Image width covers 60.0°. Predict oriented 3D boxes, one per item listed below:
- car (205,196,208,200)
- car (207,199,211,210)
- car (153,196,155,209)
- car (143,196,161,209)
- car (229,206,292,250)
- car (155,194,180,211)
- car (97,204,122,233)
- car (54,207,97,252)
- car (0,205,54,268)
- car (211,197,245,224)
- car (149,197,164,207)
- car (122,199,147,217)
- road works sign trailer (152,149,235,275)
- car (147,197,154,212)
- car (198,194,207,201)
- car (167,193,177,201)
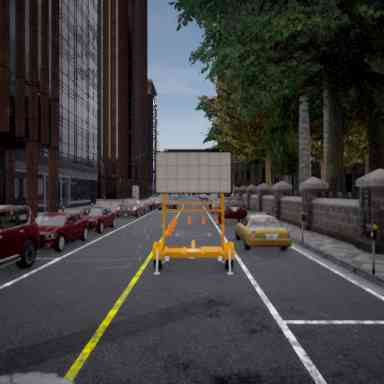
[{"bbox_3d":[2.943,1.558,41.174,1.947,1.339,4.313,0,0,0],"label":"car"},{"bbox_3d":[2.920,1.517,35.887,1.752,1.417,4.829,0,0,0],"label":"car"},{"bbox_3d":[-5.582,1.537,41.209,1.887,1.381,4.507,0,0,0],"label":"car"},{"bbox_3d":[-5.558,1.432,46.666,1.967,1.590,4.097,0,0,0],"label":"car"},{"bbox_3d":[2.824,1.519,14.061,1.752,1.417,4.829,0,0,0],"label":"car"},{"bbox_3d":[-2.910,1.343,40.658,2.097,1.767,4.553,0,0,0],"label":"car"},{"bbox_3d":[-5.678,1.537,19.381,1.887,1.381,4.507,0,0,0],"label":"car"},{"bbox_3d":[-5.701,1.538,13.924,1.887,1.381,4.507,0,0,0],"label":"car"},{"bbox_3d":[-5.725,1.311,8.467,2.192,1.841,5.009,0,0,0],"label":"car"},{"bbox_3d":[2.871,1.307,24.804,2.192,1.841,5.009,0,0,0],"label":"car"},{"bbox_3d":[-5.535,1.518,51.953,1.752,1.417,4.829,0,0,0],"label":"car"},{"bbox_3d":[-5.630,1.432,30.295,1.967,1.590,4.097,0,0,0],"label":"car"},{"bbox_3d":[0.046,0.459,10.450,2.380,3.560,2.880,0,0,0],"label":"road works sign trailer"},{"bbox_3d":[-5.606,1.543,35.752,2.008,1.369,4.403,0,0,0],"label":"car"},{"bbox_3d":[3.131,1.442,84.056,1.967,1.590,4.097,0,0,0],"label":"car"},{"bbox_3d":[-5.371,1.319,89.531,2.192,1.841,5.009,0,0,0],"label":"car"}]
